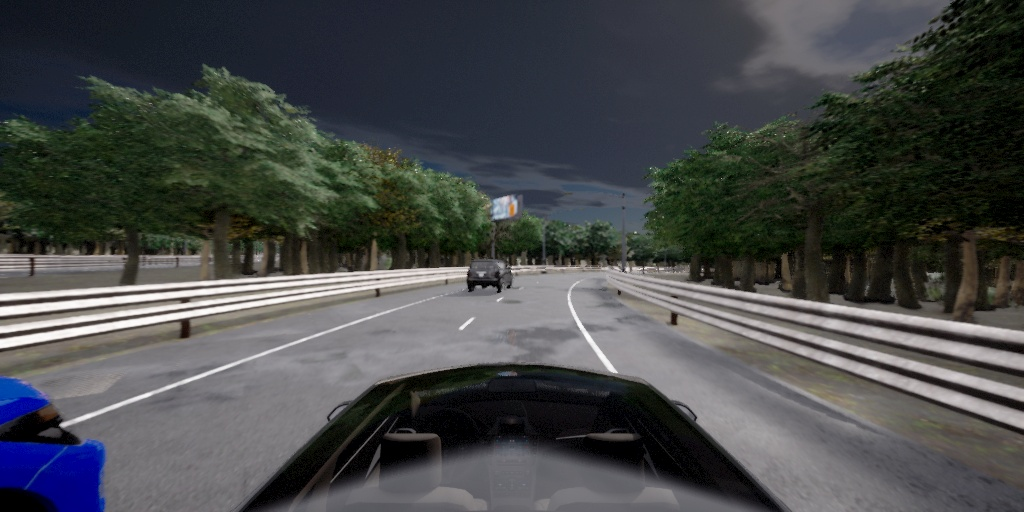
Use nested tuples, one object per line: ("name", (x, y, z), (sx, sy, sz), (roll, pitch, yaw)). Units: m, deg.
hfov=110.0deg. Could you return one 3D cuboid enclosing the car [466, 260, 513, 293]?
("car", (-1.348, 1.261, 23.714), (2.150, 2.045, 5.566), (0, -1, 10))
